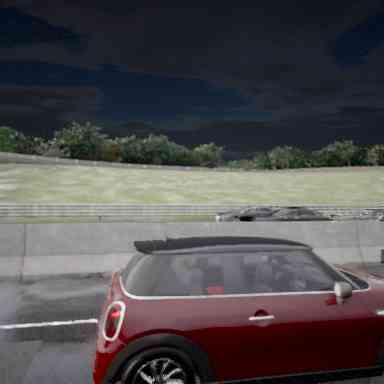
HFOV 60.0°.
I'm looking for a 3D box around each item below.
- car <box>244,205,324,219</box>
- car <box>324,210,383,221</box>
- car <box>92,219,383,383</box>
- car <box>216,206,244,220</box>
[{"bbox_3d":[5.938,1.701,20.161,4.892,1.490,1.837,1,0,-12],"label":"car"},{"bbox_3d":[9.899,1.714,17.441,4.902,1.511,2.128,1,0,-12],"label":"car"},{"bbox_3d":[1.045,1.392,4.564,4.553,1.767,2.097,1,0,-12],"label":"car"},{"bbox_3d":[4.132,1.689,23.350,4.902,1.511,2.128,1,0,-12],"label":"car"}]
